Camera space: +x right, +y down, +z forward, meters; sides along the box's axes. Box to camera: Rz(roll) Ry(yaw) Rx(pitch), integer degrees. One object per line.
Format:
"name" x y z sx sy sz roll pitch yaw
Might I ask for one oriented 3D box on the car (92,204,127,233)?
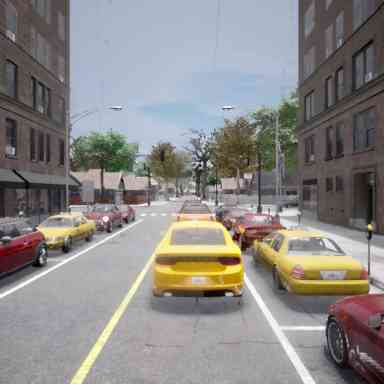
"car" -5.327 1.448 19.456 1.967 1.590 4.097 0 0 0

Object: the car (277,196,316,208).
"car" 14.985 1.419 47.885 4.902 1.511 2.128 0 0 0

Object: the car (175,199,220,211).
"car" 0.156 1.359 17.794 2.097 1.767 4.553 0 0 0

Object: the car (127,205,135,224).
"car" -5.310 1.593 24.975 1.802 1.307 4.206 0 0 0

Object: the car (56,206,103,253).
"car" -5.346 1.530 13.767 1.752 1.417 4.829 0 0 0

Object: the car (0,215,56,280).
"car" -5.363 1.442 8.418 1.967 1.590 4.097 0 0 0

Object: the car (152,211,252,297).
"car" 0.129 1.480 8.612 1.882 1.535 5.008 0 0 0

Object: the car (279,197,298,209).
"car" 14.399 1.456 44.627 4.674 1.442 1.812 0 0 2

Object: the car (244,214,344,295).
"car" 2.663 1.528 8.566 1.752 1.417 4.829 0 0 0

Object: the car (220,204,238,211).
"car" 2.698 1.590 19.432 1.802 1.307 4.206 0 0 0

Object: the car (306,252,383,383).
"car" 2.644 1.582 2.877 1.802 1.307 4.206 0 0 0

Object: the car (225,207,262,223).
"car" 2.680 1.550 13.914 1.887 1.381 4.507 0 0 0

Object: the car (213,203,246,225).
"car" 2.716 1.577 24.950 1.947 1.339 4.313 0 0 0

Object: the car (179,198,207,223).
"car" 0.085 1.365 26.636 2.097 1.767 4.553 0 0 0
